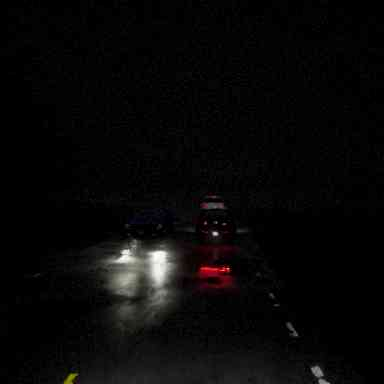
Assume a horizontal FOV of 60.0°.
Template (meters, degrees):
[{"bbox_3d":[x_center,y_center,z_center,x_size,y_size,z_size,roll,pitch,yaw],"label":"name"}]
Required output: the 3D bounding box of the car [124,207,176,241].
[{"bbox_3d":[-2.035,1.538,17.278,1.882,1.535,5.008,0,0,5],"label":"car"}]

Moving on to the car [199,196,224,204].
[{"bbox_3d":[1.931,1.420,32.622,2.150,2.045,5.566,0,-1,-1],"label":"car"}]

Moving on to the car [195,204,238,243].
[{"bbox_3d":[1.217,1.564,16.623,1.837,1.490,4.892,0,-1,6],"label":"car"}]
